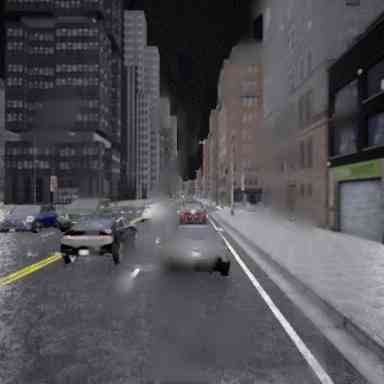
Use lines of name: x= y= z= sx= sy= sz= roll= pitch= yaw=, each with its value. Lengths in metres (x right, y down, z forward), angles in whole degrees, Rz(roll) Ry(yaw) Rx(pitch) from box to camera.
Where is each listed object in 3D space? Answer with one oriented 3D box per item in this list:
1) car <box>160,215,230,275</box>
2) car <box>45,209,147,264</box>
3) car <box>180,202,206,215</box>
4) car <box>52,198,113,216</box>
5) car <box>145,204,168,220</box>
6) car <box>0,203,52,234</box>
car: x=0.088 y=1.655 z=10.785 sx=1.994 sy=1.385 sz=4.181 roll=0 pitch=0 yaw=0
car: x=-3.163 y=1.593 z=12.193 sx=2.128 sy=1.511 sz=4.902 roll=0 pitch=-1 yaw=0
car: x=0.083 y=1.584 z=27.450 sx=2.097 sy=1.767 sz=4.553 roll=0 pitch=0 yaw=0
car: x=-6.608 y=1.400 z=21.323 sx=2.150 sy=2.045 sz=5.566 roll=0 pitch=0 yaw=0
car: x=-3.151 y=1.767 z=28.619 sx=1.812 sy=1.442 sz=4.674 roll=0 pitch=-1 yaw=0
car: x=-9.856 y=1.524 z=20.512 sx=2.097 sy=1.767 sz=4.553 roll=0 pitch=0 yaw=0
